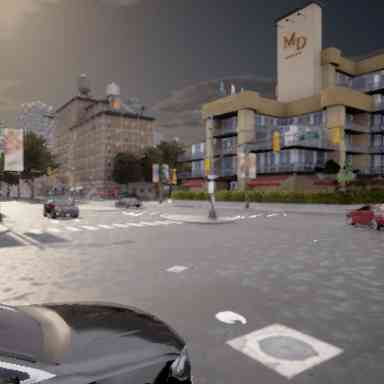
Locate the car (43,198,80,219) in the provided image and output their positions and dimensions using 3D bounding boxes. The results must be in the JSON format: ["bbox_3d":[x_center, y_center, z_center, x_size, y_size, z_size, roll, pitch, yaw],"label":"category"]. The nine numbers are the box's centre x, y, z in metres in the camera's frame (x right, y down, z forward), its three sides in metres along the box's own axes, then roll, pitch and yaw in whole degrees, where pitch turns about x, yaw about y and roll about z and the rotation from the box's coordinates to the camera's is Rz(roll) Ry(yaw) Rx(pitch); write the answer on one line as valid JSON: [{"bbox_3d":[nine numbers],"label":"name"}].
[{"bbox_3d":[-11.429,1.309,29.015,2.097,1.767,4.553,0,0,-36],"label":"car"}]

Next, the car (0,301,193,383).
[{"bbox_3d":[-2.214,1.496,2.224,4.902,1.511,2.128,-1,0,-37],"label":"car"}]

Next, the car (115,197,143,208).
[{"bbox_3d":[-8.605,1.438,45.019,2.033,1.411,5.357,0,0,-36],"label":"car"}]

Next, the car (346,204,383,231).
[{"bbox_3d":[10.824,1.411,19.464,1.812,1.442,4.674,0,0,0],"label":"car"}]
